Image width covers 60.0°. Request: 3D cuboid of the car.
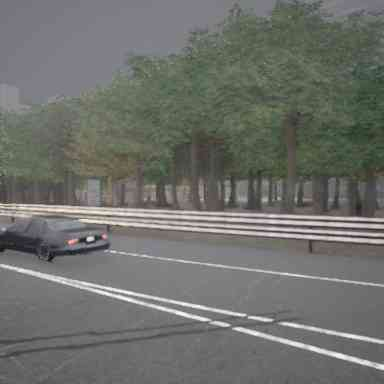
[{"bbox_3d":[-5.317,1.554,12.060,5.357,1.411,2.033,0,0,34],"label":"car"}]
